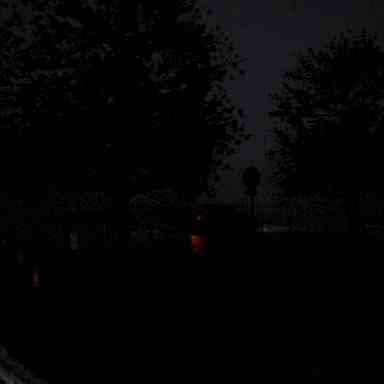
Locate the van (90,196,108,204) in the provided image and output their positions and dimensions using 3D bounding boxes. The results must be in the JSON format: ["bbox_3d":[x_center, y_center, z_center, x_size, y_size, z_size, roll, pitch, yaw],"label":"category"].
[{"bbox_3d":[-24.206,2.096,86.784,4.442,1.987,1.878,0,-2,-21],"label":"van"}]

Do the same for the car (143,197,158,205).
[{"bbox_3d":[-8.065,1.779,64.829,1.812,1.442,4.674,0,-1,-4],"label":"car"}]

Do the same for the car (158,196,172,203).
[{"bbox_3d":[-8.301,1.720,79.184,5.566,2.045,2.435,0,-1,-21],"label":"car"}]

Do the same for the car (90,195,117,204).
[{"bbox_3d":[-18.312,1.617,71.234,5.566,2.045,2.435,0,-1,-21],"label":"car"}]

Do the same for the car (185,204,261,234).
[{"bbox_3d":[1.956,1.520,20.353,4.553,1.767,2.097,0,0,-25],"label":"car"}]

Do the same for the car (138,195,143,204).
[{"bbox_3d":[-10.792,1.591,74.841,2.150,2.045,5.566,0,-1,-21],"label":"car"}]
